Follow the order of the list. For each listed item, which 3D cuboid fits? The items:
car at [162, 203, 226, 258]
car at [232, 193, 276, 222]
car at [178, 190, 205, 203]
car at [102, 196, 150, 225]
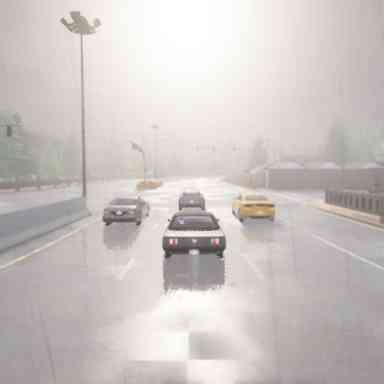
[{"bbox_3d":[0.053,1.334,11.775,1.895,1.301,4.718,0,3,0],"label":"car"},{"bbox_3d":[3.511,0.767,19.606,1.882,1.535,5.008,0,3,0],"label":"car"},{"bbox_3d":[-0.018,0.522,25.217,1.994,1.385,4.181,0,3,0],"label":"car"},{"bbox_3d":[-3.481,0.907,18.341,2.033,1.411,5.357,0,3,0],"label":"car"}]
